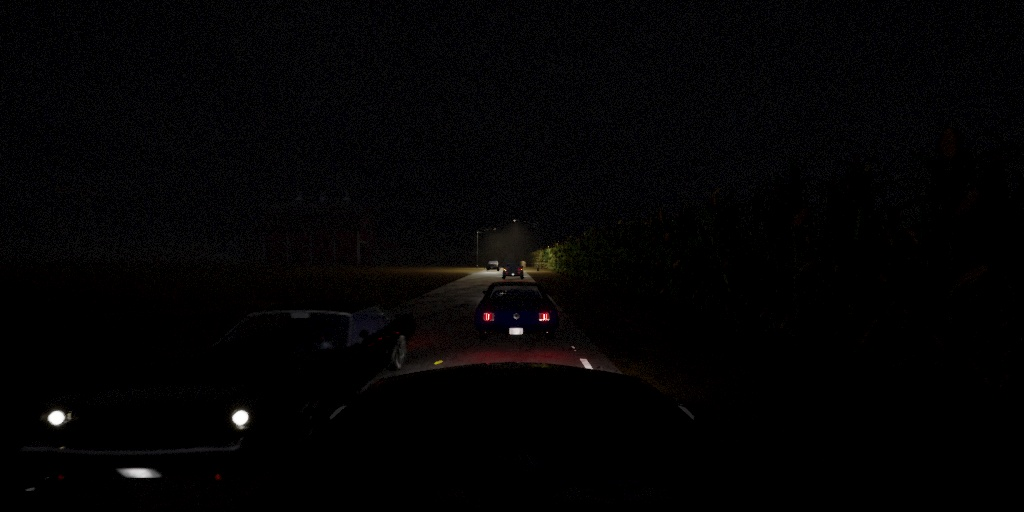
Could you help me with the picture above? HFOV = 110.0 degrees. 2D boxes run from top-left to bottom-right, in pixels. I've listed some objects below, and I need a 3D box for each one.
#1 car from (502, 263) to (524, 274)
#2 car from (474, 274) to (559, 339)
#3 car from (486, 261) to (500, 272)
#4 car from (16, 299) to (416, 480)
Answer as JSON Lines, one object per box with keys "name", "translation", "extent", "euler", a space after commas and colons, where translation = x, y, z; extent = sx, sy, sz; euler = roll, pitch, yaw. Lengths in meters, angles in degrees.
{"name": "car", "translation": [0.095, 1.331, 32.600], "extent": [1.812, 1.442, 4.674], "euler": [0, 0, 0]}
{"name": "car", "translation": [0.097, 1.356, 10.037], "extent": [1.895, 1.301, 4.718], "euler": [0, 0, 0]}
{"name": "car", "translation": [-2.763, 1.490, 52.765], "extent": [2.128, 1.511, 4.902], "euler": [0, -1, 0]}
{"name": "car", "translation": [-2.850, 1.351, 4.948], "extent": [1.895, 1.301, 4.718], "euler": [0, 0, 0]}
